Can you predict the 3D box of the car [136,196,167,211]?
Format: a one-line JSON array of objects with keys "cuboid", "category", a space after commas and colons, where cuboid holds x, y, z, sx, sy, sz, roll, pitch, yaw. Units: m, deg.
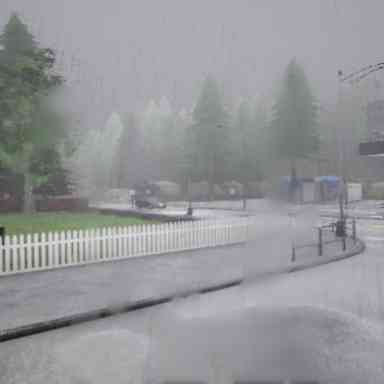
[{"cuboid": [-4.656, 1.260, 37.494, 2.128, 1.511, 4.902, -1, 0, -35], "category": "car"}]
